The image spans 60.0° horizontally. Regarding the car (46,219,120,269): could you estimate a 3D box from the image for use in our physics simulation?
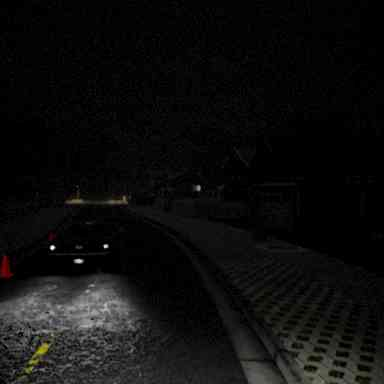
[{"bbox_3d":[-3.532,1.641,11.514,1.895,1.301,4.718,0,0,-10],"label":"car"}]

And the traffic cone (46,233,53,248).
[{"bbox_3d":[-5.853,2.004,13.813,0.340,0.580,0.340,0,0,-11],"label":"traffic cone"}]

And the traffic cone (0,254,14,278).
[{"bbox_3d":[-5.067,1.988,9.032,0.340,0.580,0.340,0,0,-8],"label":"traffic cone"}]
